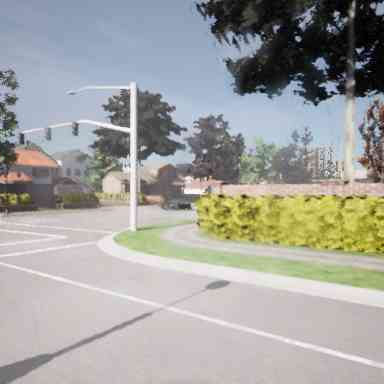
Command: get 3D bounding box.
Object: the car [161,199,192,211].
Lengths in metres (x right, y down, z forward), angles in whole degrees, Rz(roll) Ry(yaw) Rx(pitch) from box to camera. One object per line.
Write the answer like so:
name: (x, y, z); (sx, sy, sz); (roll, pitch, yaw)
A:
car: (-1.790, 1.491, 39.066); (1.994, 1.385, 4.181); (0, 0, 35)

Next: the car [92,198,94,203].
car: (-16.018, 1.047, 48.035); (3.806, 1.475, 1.970); (0, 0, 36)
